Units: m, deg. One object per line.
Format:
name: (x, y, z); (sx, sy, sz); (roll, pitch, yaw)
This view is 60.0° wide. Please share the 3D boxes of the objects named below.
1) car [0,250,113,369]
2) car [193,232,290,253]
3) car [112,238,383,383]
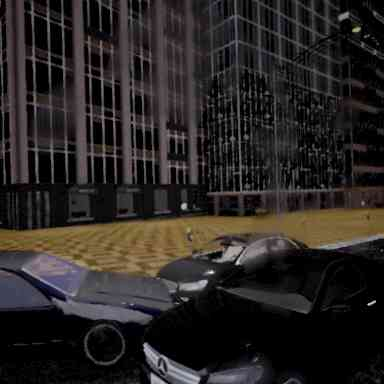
car: (-2.900, 1.645, 5.009); (5.357, 1.411, 2.033); (1, 1, -9)
car: (1.158, 1.669, 7.740); (4.403, 1.369, 2.008); (0, -2, -39)
car: (1.490, 1.587, 4.650); (4.674, 1.442, 1.812); (0, -1, -39)
